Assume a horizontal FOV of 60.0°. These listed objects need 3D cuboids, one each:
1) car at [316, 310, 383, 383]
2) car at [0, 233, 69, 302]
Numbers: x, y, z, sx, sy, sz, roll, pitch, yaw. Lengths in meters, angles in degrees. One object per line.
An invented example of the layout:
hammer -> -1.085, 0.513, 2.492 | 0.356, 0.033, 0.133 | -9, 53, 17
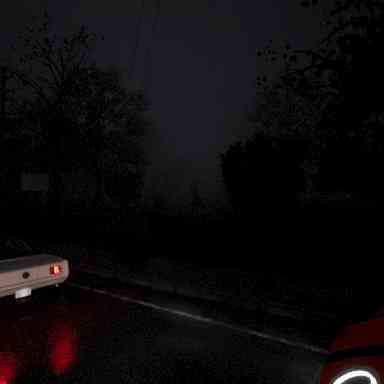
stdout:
car -> 3.066, 1.352, 1.842 | 4.553, 1.767, 2.097 | 0, 0, 35
car -> -4.960, 1.601, 7.515 | 4.718, 1.301, 1.895 | 0, 0, 35
